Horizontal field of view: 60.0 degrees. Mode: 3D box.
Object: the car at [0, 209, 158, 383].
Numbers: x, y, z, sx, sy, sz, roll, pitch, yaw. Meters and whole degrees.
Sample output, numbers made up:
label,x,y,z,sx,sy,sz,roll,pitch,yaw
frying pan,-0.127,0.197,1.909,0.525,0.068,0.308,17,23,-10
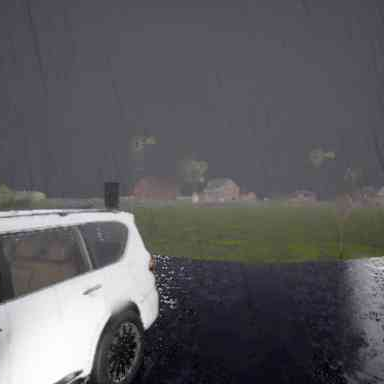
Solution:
label,x,y,z,sx,sy,sz,roll,pitch,yaw
car,-2.353,1.223,2.826,2.150,2.045,5.566,-1,-1,24
